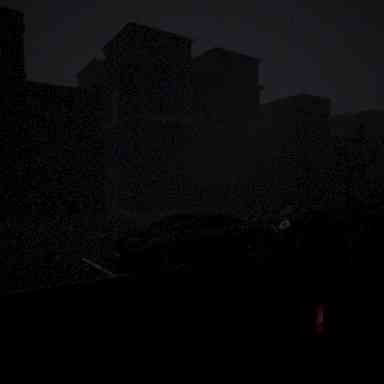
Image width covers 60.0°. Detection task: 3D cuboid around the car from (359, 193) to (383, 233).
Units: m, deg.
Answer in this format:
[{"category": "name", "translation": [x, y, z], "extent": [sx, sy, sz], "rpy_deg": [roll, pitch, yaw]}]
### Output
[{"category": "car", "translation": [10.723, 1.077, 18.252], "extent": [5.566, 2.045, 2.435], "rpy_deg": [0, 0, -33]}]

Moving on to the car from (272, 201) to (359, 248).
[{"category": "car", "translation": [4.499, 1.206, 13.798], "extent": [4.553, 1.767, 2.185], "rpy_deg": [1, 0, -33]}]

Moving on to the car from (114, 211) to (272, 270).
[{"category": "car", "translation": [-0.055, 1.382, 10.530], "extent": [4.792, 1.488, 2.163], "rpy_deg": [1, 1, -33]}]
